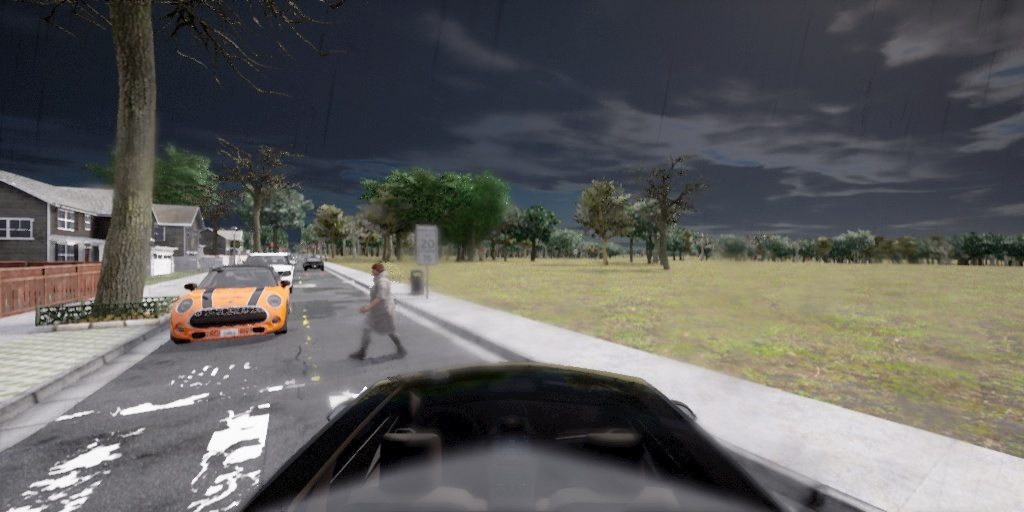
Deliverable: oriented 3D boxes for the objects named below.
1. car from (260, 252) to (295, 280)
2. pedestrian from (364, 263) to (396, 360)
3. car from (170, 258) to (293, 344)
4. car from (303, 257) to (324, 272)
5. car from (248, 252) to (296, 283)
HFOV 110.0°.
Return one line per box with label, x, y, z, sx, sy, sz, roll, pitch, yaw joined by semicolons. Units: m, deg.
car;-19.341;0.740;29.767;2.150;2.045;5.566;0;0;-31
pedestrian;-2.459;1.009;6.677;0.375;1.860;0.375;1;-1;-31
car;-7.207;1.038;9.603;2.097;1.767;4.553;0;0;-31
car;-22.528;0.908;40.746;1.882;1.535;5.008;0;0;-31
car;-12.654;0.833;18.659;2.150;2.045;5.566;0;1;-31
